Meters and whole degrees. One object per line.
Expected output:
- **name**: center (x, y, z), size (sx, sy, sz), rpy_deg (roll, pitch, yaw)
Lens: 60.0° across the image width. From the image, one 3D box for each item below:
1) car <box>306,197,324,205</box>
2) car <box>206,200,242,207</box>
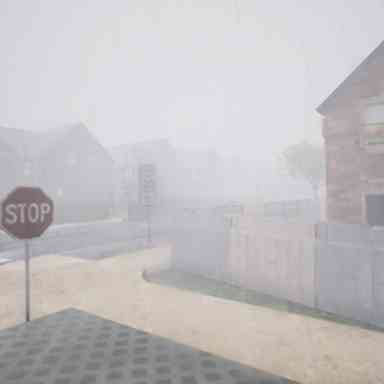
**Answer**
- **car**: center (15.081, 1.252, 40.414), size (1.994, 1.385, 4.181), rpy_deg (-2, -1, 36)
- **car**: center (2.589, 1.306, 23.401), size (1.882, 1.535, 5.008), rpy_deg (-2, -1, 37)
